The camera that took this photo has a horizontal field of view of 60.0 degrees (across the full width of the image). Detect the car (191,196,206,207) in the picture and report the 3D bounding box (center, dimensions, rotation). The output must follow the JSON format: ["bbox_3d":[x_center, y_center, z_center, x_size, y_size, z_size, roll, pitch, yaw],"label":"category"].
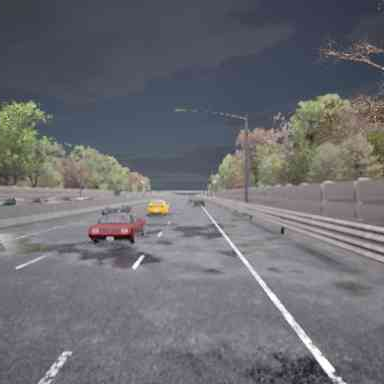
[{"bbox_3d":[1.222,1.735,56.475,1.837,1.490,4.892,0,0,0],"label":"car"}]

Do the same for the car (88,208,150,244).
[{"bbox_3d":[-3.400,1.660,16.066,1.895,1.301,4.718,0,0,0],"label":"car"}]

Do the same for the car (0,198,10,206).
[{"bbox_3d":[-24.576,1.517,43.282,2.097,1.767,4.553,0,0,0],"label":"car"}]

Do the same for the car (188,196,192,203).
[{"bbox_3d":[-0.004,1.689,75.989,2.033,1.411,5.357,0,0,0],"label":"car"}]

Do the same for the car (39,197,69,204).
[{"bbox_3d":[-17.579,1.517,43.444,2.097,1.767,4.553,0,0,0],"label":"car"}]

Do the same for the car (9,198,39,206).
[{"bbox_3d":[-21.080,1.671,43.017,1.837,1.490,4.892,0,-1,0],"label":"car"}]

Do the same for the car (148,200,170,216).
[{"bbox_3d":[-3.401,1.607,34.223,1.882,1.535,5.008,0,0,0],"label":"car"}]

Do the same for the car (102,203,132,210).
[{"bbox_3d":[-6.901,1.718,31.104,1.895,1.301,4.718,0,0,0],"label":"car"}]
